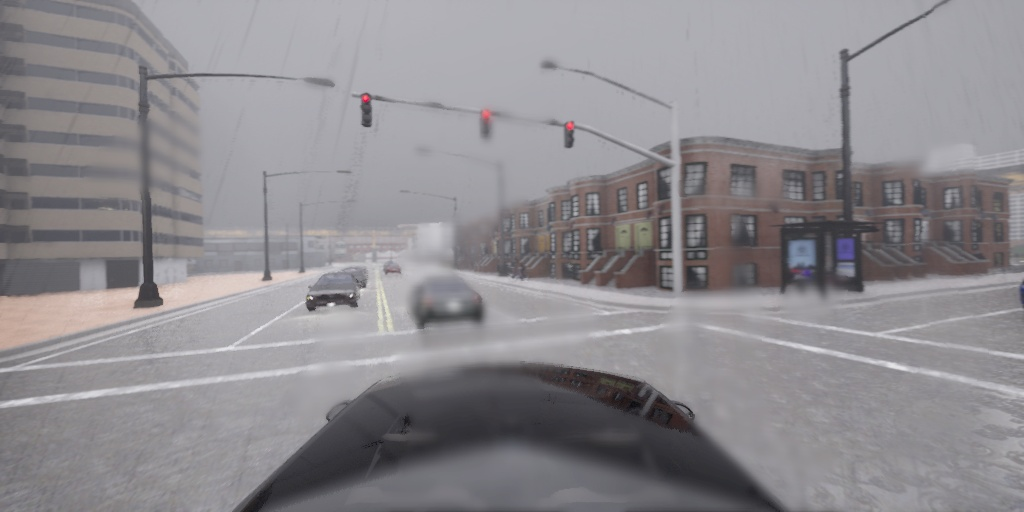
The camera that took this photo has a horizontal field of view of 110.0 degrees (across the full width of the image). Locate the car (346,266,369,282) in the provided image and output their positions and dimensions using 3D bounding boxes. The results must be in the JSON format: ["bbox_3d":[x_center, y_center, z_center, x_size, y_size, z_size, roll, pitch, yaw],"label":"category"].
[{"bbox_3d":[-14.956,1.651,34.886,1.895,1.301,4.718,-1,0,-21],"label":"car"}]

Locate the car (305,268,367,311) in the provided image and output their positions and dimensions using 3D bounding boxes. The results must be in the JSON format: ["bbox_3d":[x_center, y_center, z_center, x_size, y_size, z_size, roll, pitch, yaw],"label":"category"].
[{"bbox_3d":[-7.740,1.457,15.951,2.033,1.411,5.357,-1,0,-21],"label":"car"}]

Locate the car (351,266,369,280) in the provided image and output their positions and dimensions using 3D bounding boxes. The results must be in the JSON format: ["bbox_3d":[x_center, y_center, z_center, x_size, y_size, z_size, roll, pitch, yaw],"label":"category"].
[{"bbox_3d":[-11.292,1.543,25.262,1.994,1.385,4.181,-1,0,-21],"label":"car"}]

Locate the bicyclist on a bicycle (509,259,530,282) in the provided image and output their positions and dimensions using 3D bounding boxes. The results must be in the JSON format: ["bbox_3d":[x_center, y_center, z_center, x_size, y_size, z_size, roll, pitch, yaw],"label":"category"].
[{"bbox_3d":[0.517,1.002,25.101,1.656,1.620,0.582,-2,0,-21],"label":"bicyclist on a bicycle"}]

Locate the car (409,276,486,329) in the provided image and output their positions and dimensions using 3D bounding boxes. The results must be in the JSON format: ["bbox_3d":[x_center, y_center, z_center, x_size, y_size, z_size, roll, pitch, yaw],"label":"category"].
[{"bbox_3d":[-2.239,1.350,11.687,1.994,1.385,4.181,-1,0,-19],"label":"car"}]

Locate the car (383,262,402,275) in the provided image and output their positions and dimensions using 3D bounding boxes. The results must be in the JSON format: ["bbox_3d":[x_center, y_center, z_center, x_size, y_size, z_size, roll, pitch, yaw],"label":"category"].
[{"bbox_3d":[-15.110,1.600,45.640,1.994,1.385,4.181,-1,0,-21],"label":"car"}]

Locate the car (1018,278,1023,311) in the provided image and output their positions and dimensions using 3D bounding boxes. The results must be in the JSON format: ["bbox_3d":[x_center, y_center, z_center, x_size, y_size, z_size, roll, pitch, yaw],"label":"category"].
[{"bbox_3d":[15.967,0.581,9.324,5.566,2.045,2.150,-1,0,-21],"label":"car"}]
